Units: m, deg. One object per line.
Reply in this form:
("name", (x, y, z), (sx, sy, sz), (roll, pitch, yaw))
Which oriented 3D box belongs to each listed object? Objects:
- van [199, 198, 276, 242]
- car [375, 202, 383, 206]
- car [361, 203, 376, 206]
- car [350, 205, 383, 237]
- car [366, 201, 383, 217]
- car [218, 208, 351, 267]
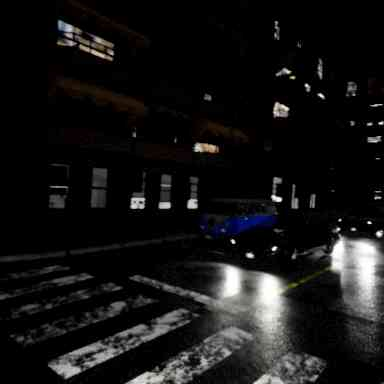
("van", (1.990, 1.156, 13.709), (1.690, 1.788, 3.998), (4, 2, 40))
("car", (16.484, 1.728, 26.806), (1.812, 1.442, 4.674), (3, 1, 41))
("car", (16.390, 1.703, 30.701), (1.947, 1.339, 4.313), (4, 2, 40))
("car", (9.842, 1.654, 19.005), (1.895, 1.301, 4.718), (3, 1, 40))
("car", (19.993, 1.769, 34.947), (2.008, 1.369, 4.403), (4, 2, 40))
("car", (3.429, 1.458, 11.419), (2.033, 1.411, 5.357), (3, 1, 42))
